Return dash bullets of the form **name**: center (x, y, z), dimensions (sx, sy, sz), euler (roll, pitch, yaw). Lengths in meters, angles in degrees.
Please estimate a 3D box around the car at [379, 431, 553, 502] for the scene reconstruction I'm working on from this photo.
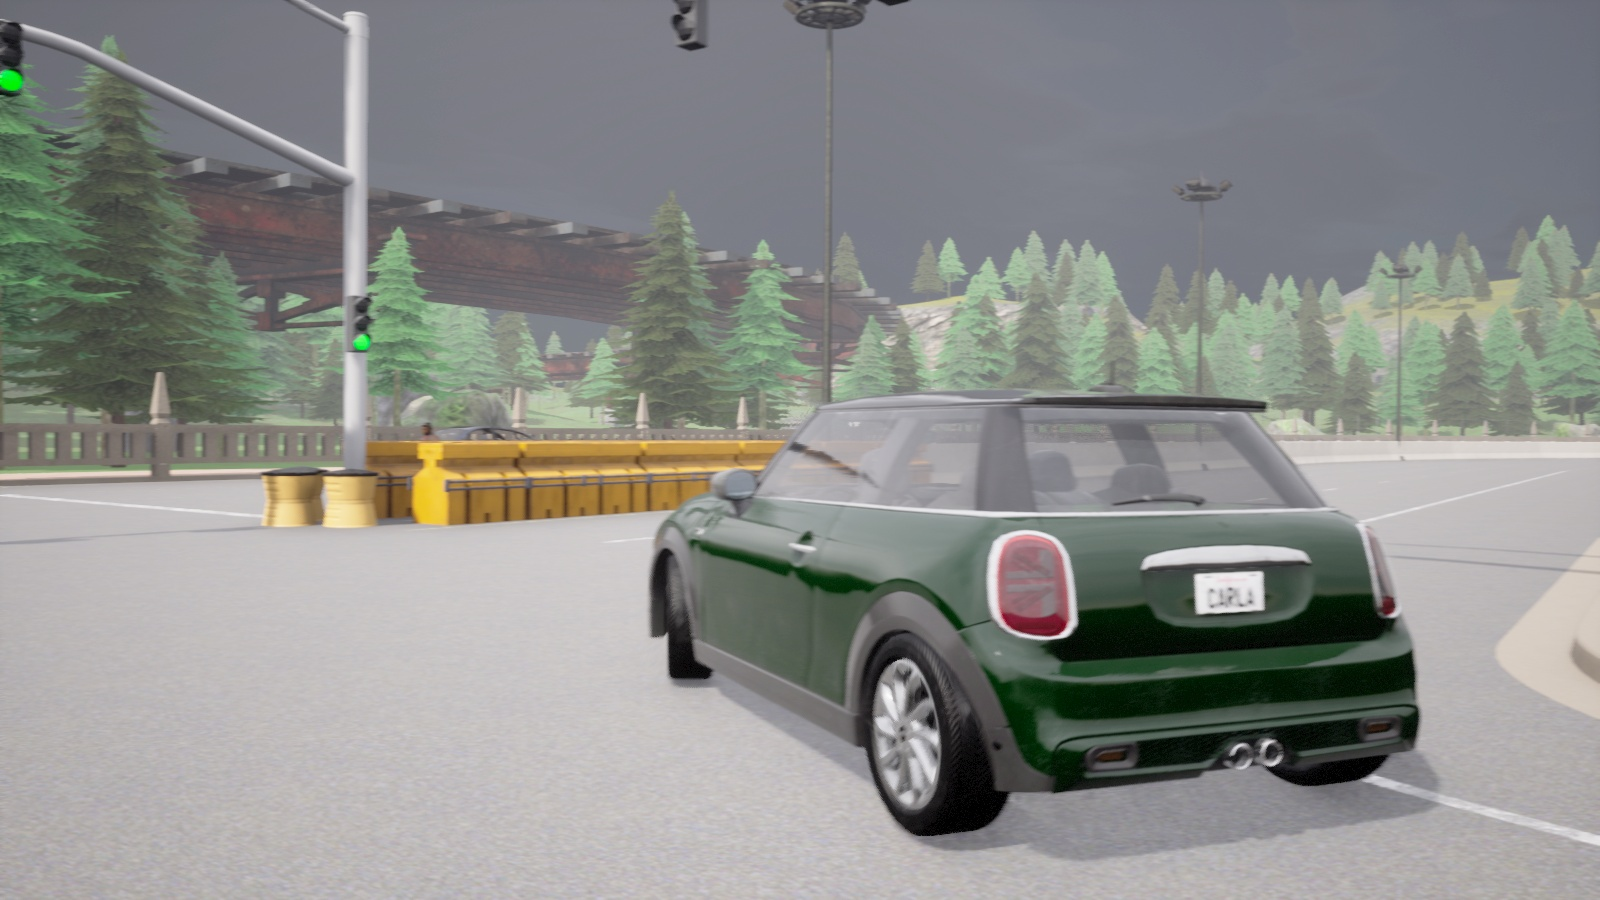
- **car**: center (-7.898, 0.347, 29.974), dimensions (1.789, 1.549, 3.705), euler (0, 1, 36)

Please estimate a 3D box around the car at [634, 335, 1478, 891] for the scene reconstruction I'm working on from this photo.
- **car**: center (0.750, 0.486, 6.494), dimensions (2.097, 1.767, 4.553), euler (-1, 1, -22)
